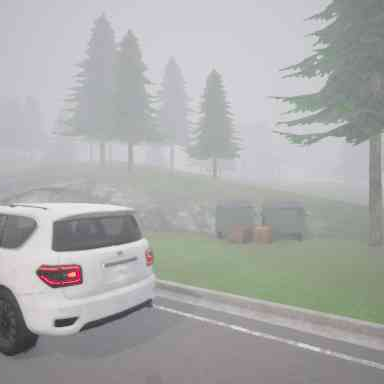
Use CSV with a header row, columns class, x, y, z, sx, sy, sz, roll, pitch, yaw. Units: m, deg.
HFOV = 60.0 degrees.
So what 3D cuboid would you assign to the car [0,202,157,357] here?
class,x,y,z,sx,sy,sz,roll,pitch,yaw
car,-3.190,1.220,6.270,5.566,2.045,2.150,0,0,36
